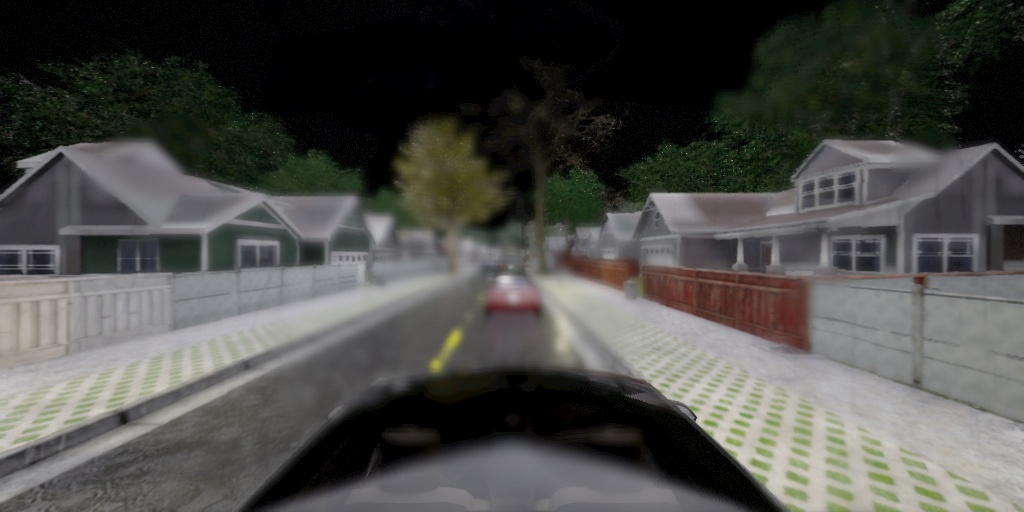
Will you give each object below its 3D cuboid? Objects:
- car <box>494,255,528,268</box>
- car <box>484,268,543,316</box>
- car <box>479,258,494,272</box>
[{"bbox_3d":[0.055,0.936,27.500,2.150,2.045,5.566,0,0,0],"label":"car"},{"bbox_3d":[0.064,1.295,13.332,1.994,1.385,4.181,0,0,0],"label":"car"},{"bbox_3d":[-2.830,1.037,44.344,2.097,1.767,4.553,0,0,0],"label":"car"}]
